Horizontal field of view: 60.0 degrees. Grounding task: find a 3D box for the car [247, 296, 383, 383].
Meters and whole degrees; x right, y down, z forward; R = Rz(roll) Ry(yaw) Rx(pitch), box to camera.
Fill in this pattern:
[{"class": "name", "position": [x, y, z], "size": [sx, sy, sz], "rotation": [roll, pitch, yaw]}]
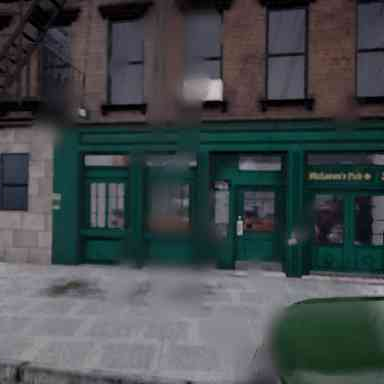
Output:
[{"class": "car", "position": [3.115, 1.303, 1.933], "size": [5.566, 2.045, 2.150], "rotation": [1, 0, 10]}]
